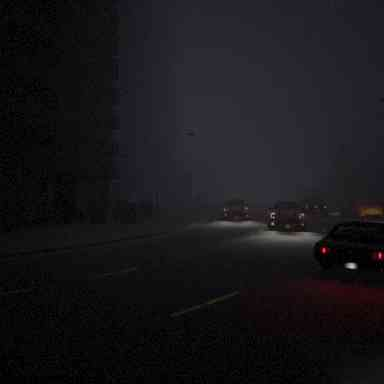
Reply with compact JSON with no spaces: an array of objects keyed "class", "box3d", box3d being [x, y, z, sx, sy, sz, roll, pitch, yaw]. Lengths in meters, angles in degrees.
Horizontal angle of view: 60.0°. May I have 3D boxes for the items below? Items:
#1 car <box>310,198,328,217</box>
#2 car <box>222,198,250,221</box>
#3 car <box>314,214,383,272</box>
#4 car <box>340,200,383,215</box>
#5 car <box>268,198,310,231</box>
[{"class":"car","box3d":[10.949,1.326,30.958,2.097,1.767,4.553,0,0,5]},{"class":"car","box3d":[3.586,1.331,27.355,2.097,1.767,4.553,0,0,6]},{"class":"car","box3d":[5.320,1.590,10.352,1.895,1.301,4.718,0,0,34]},{"class":"car","box3d":[14.332,1.448,28.439,1.882,1.535,5.008,0,0,5]},{"class":"car","box3d":[5.835,1.333,20.653,2.097,1.767,4.553,0,0,14]}]
